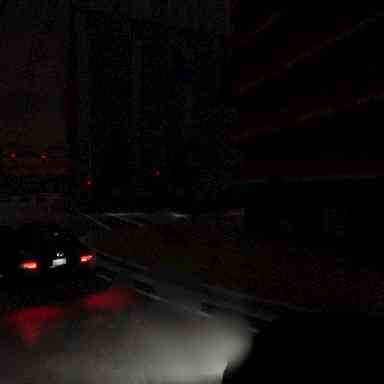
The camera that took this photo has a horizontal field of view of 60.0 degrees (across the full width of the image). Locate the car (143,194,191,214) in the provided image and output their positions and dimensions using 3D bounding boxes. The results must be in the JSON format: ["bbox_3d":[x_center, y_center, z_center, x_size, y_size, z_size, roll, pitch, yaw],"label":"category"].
[{"bbox_3d":[-2.524,1.278,36.554,5.566,2.045,2.150,0,0,-22],"label":"car"}]

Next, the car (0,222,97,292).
[{"bbox_3d":[-4.408,1.547,9.102,2.033,1.411,5.357,0,0,-38],"label":"car"}]

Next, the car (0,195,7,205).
[{"bbox_3d":[-34.653,1.601,58.842,1.895,1.301,4.718,0,0,-23],"label":"car"}]

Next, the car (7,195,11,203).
[{"bbox_3d":[-38.620,1.355,68.288,2.097,1.767,4.553,0,0,-23],"label":"car"}]

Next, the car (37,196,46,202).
[{"bbox_3d":[-33.265,1.540,73.607,2.033,1.411,5.357,0,0,-23],"label":"car"}]

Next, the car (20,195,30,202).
[{"bbox_3d":[-37.705,1.525,75.130,2.128,1.511,4.902,0,0,-23],"label":"car"}]

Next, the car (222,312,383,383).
[{"bbox_3d":[2.800,1.547,2.071,5.357,1.411,2.033,0,0,35],"label":"car"}]

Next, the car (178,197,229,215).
[{"bbox_3d":[1.461,1.560,34.413,4.892,1.490,1.837,0,0,-22],"label":"car"}]
